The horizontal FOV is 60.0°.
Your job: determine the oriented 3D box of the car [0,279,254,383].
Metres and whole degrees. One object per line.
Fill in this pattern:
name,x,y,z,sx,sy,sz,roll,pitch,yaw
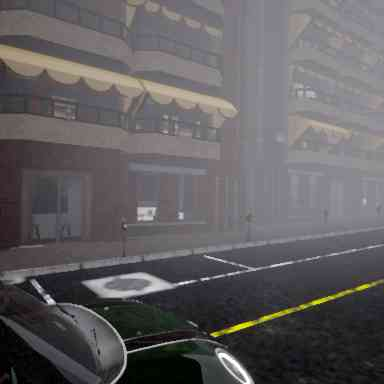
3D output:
car,-1.656,1.351,2.099,4.553,1.767,2.097,0,0,-35
